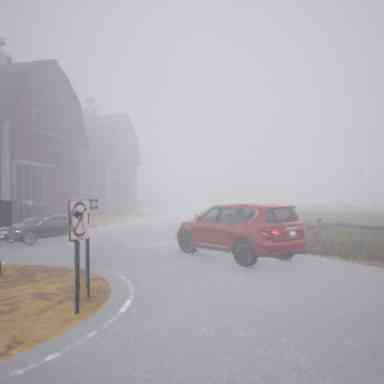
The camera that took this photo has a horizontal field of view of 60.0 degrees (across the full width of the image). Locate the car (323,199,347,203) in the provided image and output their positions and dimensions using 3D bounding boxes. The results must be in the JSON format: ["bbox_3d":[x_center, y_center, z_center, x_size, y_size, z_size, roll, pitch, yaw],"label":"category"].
[{"bbox_3d":[35.235,2.565,80.954,4.611,1.667,2.242,-1,-1,10],"label":"car"}]

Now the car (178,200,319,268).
[{"bbox_3d":[1.639,1.460,12.597,2.150,2.045,5.566,0,-2,-35],"label":"car"}]

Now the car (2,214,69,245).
[{"bbox_3d":[-8.351,2.022,18.987,2.128,1.511,4.902,-2,-1,31],"label":"car"}]
